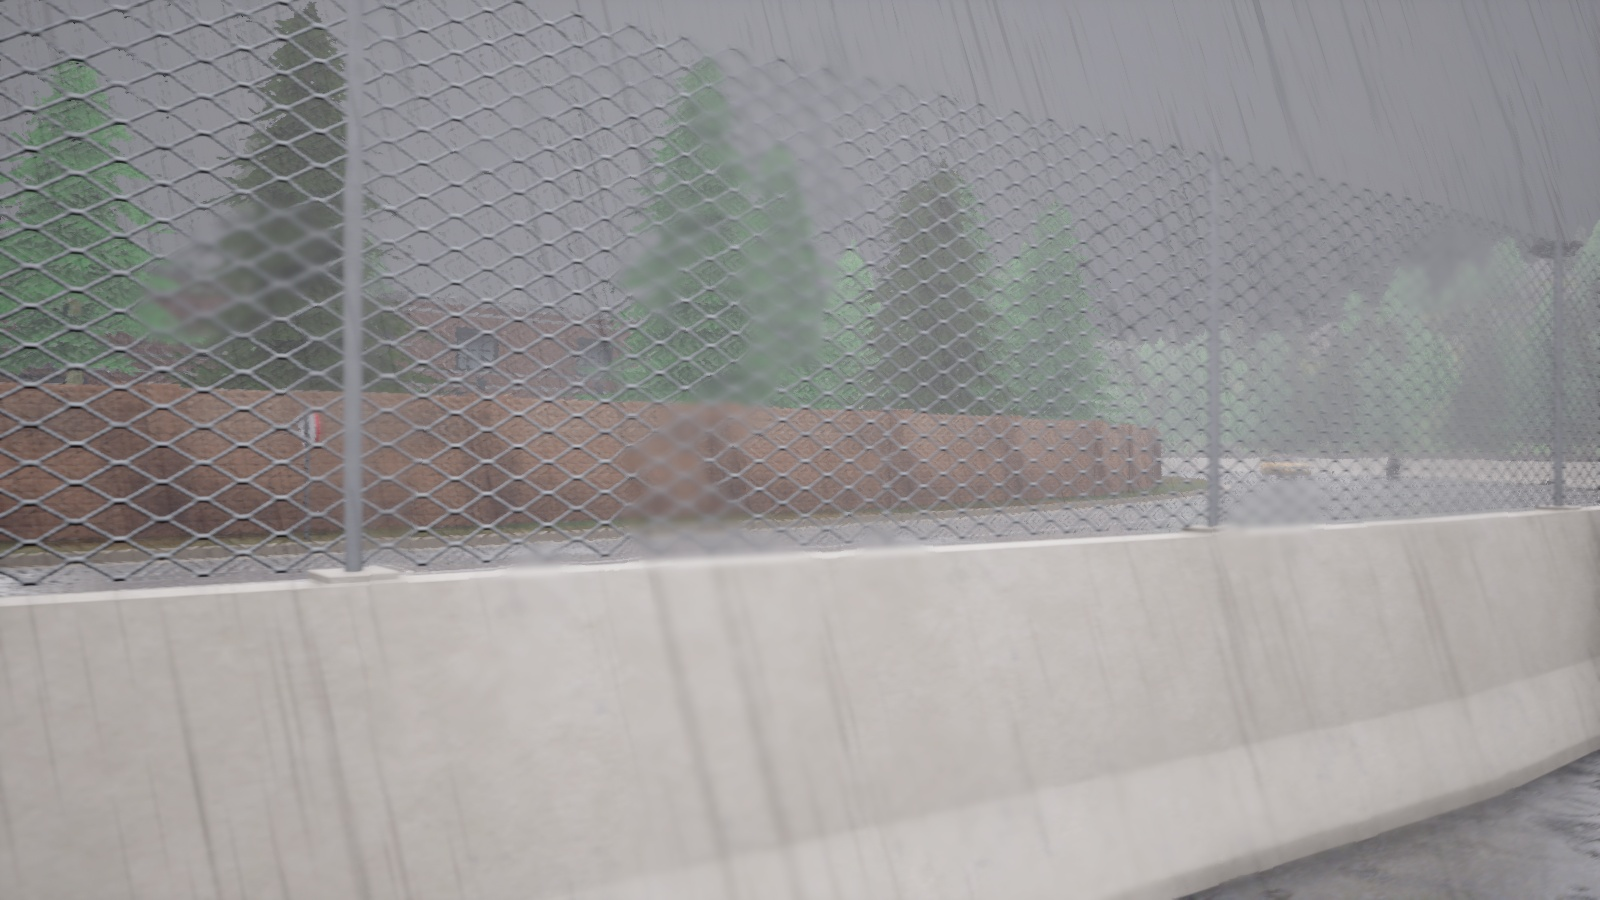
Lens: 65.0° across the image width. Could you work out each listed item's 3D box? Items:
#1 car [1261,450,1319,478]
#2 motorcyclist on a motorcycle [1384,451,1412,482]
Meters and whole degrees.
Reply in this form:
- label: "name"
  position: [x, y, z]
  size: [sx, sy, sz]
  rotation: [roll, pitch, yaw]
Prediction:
- label: "car"
  position: [28.651, 0.827, 73.624]
  size: [1.801, 1.575, 5.366]
  rotation: [0, 0, 6]
- label: "motorcyclist on a motorcycle"
  position: [30.918, 0.839, 64.953]
  size: [0.797, 1.523, 2.044]
  rotation: [-2, 0, 11]
